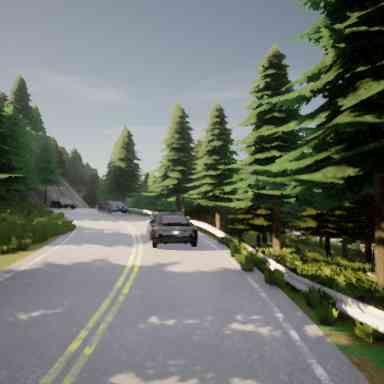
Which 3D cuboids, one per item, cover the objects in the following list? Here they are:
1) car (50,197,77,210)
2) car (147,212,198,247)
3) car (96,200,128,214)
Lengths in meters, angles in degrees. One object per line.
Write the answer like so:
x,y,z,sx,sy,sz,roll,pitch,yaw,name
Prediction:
-14.856,1.309,38.293,2.033,1.411,5.357,3,-2,-35,car
-0.986,1.601,15.321,1.994,1.385,4.181,1,0,-10,car
-8.379,1.539,34.710,2.033,1.411,5.357,3,-1,-33,car
